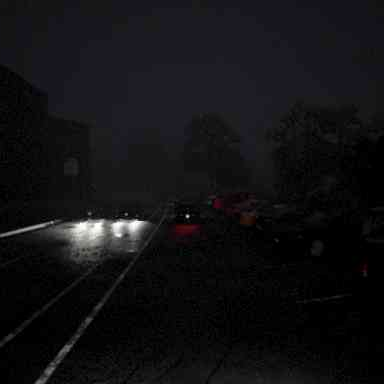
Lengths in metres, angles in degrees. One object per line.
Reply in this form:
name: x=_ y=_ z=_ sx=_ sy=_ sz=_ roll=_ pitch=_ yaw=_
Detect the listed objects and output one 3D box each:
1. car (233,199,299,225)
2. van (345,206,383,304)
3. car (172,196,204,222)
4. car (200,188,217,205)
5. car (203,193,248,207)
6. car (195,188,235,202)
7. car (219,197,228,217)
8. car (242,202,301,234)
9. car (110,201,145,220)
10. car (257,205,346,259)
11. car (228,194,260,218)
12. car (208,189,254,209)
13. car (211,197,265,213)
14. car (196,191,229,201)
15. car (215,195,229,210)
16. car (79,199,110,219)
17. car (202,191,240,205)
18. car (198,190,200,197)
car: x=5.246 y=1.351 z=18.182 sx=5.366 sy=1.575 sz=1.946 roll=1 pitch=0 yaw=-22
van: x=5.398 y=1.212 z=6.275 sx=4.442 sy=1.987 sz=1.878 roll=1 pitch=0 yaw=-21
car: x=-0.374 y=1.328 z=24.537 sx=1.837 sy=1.490 sz=4.892 roll=0 pitch=1 yaw=-2
car: x=4.227 y=0.816 z=38.885 sx=5.566 sy=2.045 sz=2.435 roll=0 pitch=2 yaw=-23
car: x=4.250 y=0.985 z=41.962 sx=5.366 sy=1.575 sz=1.946 roll=0 pitch=1 yaw=-24
car: x=3.540 y=0.456 z=50.779 sx=5.566 sy=2.045 sz=2.435 roll=0 pitch=2 yaw=-24
car: x=4.893 y=1.309 z=24.052 sx=5.008 sy=1.535 sz=2.097 roll=0 pitch=0 yaw=-22
car: x=5.137 y=1.372 z=15.144 sx=5.008 sy=1.535 sz=2.097 roll=1 pitch=0 yaw=-21
car: x=-4.769 y=1.378 z=25.806 sx=1.994 sy=1.385 sz=4.181 roll=0 pitch=1 yaw=-2
car: x=5.212 y=1.394 z=12.167 sx=5.008 sy=1.535 sz=2.097 roll=1 pitch=1 yaw=-21
car: x=5.022 y=1.205 z=21.087 sx=4.553 sy=1.767 sz=2.185 roll=1 pitch=1 yaw=-22
car: x=4.703 y=0.991 z=30.006 sx=5.566 sy=2.045 sz=2.435 roll=0 pitch=1 yaw=-23
car: x=4.570 y=1.224 z=32.982 sx=4.792 sy=1.488 sz=2.163 roll=0 pitch=1 yaw=-23
car: x=3.296 y=0.613 z=53.736 sx=4.892 sy=1.521 sz=2.231 roll=0 pitch=2 yaw=-24
car: x=4.801 y=1.282 z=27.020 sx=4.892 sy=1.521 sz=2.231 roll=0 pitch=1 yaw=-22
car: x=-7.609 y=1.298 z=26.842 sx=2.128 sy=1.511 sz=4.902 roll=0 pitch=1 yaw=-2
car: x=3.934 y=0.773 z=44.851 sx=4.553 sy=1.767 sz=2.185 roll=0 pitch=2 yaw=-24
car: x=3.692 y=0.552 z=47.782 sx=5.566 sy=2.045 sz=2.435 roll=0 pitch=2 yaw=-24
